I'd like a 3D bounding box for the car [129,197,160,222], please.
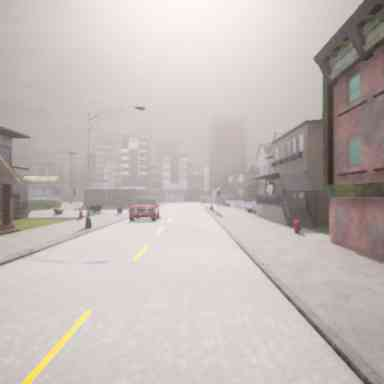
[{"bbox_3d":[-4.059,1.458,29.288,2.150,2.045,5.566,0,-1,0],"label":"car"}]
